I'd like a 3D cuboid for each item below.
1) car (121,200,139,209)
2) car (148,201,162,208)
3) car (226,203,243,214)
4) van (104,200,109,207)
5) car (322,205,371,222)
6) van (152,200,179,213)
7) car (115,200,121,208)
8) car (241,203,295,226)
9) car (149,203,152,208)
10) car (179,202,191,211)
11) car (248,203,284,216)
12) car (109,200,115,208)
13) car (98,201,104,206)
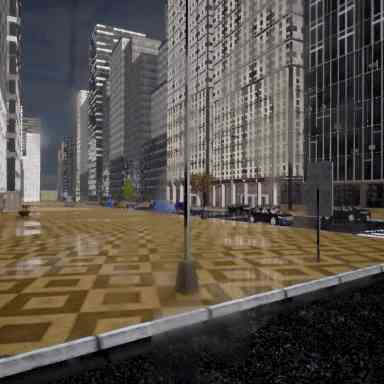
[{"bbox_3d":[-11.052,2.525,61.380,2.008,1.369,4.403,-1,-1,-26],"label":"car"},{"bbox_3d":[-8.406,2.808,75.155,1.802,1.307,4.206,-1,-1,-26],"label":"car"},{"bbox_3d":[6.288,2.168,44.777,1.947,1.339,4.313,-1,-1,-26],"label":"car"},{"bbox_3d":[-18.403,2.634,76.571,1.690,1.788,3.998,-1,-1,-26],"label":"van"},{"bbox_3d":[13.635,1.854,29.587,2.008,1.369,4.403,-1,-1,-26],"label":"car"},{"bbox_3d":[-3.709,2.005,46.194,1.690,1.788,3.998,-1,-1,-26],"label":"van"},{"bbox_3d":[-13.428,2.602,66.291,1.752,1.417,4.829,-1,-1,-26],"label":"car"},{"bbox_3d":[6.091,1.813,25.938,2.008,1.369,4.403,-1,-1,-26],"label":"car"},{"bbox_3d":[-7.035,2.558,66.386,1.837,1.490,4.892,0,-1,-26],"label":"car"},{"bbox_3d":[-1.817,2.357,55.609,1.812,1.442,4.674,0,-1,-26],"label":"car"},{"bbox_3d":[8.737,2.068,39.714,1.947,1.339,4.313,-1,-1,-26],"label":"car"},{"bbox_3d":[-15.950,2.731,71.507,1.887,1.381,4.507,-1,-1,-26],"label":"car"},{"bbox_3d":[-23.297,3.053,86.695,1.887,1.381,4.507,-1,-1,-26],"label":"car"}]
